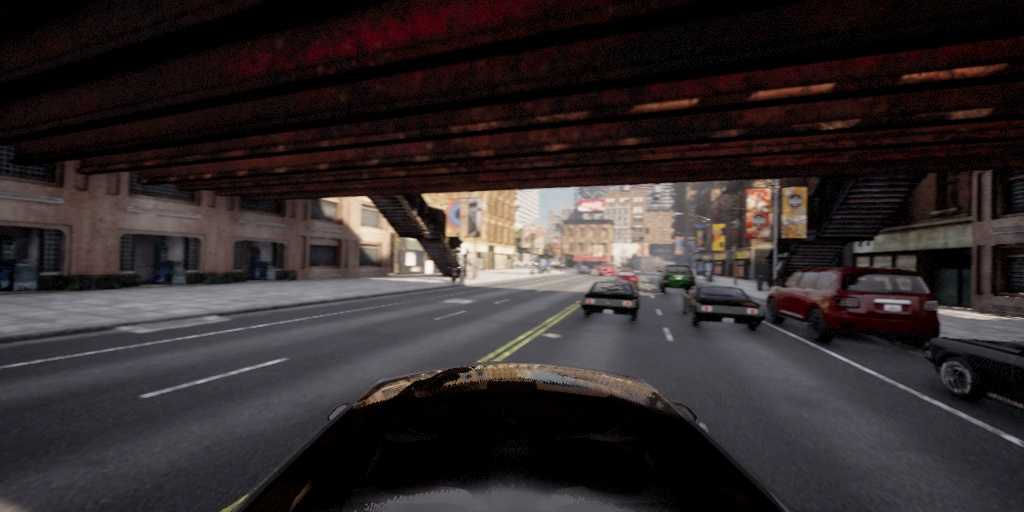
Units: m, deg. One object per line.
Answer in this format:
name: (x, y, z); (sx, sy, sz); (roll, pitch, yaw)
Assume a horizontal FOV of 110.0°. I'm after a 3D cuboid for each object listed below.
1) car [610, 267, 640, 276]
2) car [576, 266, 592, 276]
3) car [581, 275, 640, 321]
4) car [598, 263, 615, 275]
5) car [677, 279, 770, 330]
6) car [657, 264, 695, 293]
car: (9.408, 1.900, 29.426); (1.812, 1.442, 4.674); (1, -1, 20)
car: (11.479, 2.354, 56.844); (1.994, 1.385, 4.181); (1, -1, 19)
car: (3.984, 1.623, 14.057); (1.895, 1.301, 4.718); (1, -1, 20)
car: (14.477, 2.067, 54.644); (2.150, 2.045, 5.566); (1, -1, 20)
car: (7.281, 1.701, 12.884); (1.895, 1.301, 4.718); (1, -1, 20)
car: (12.092, 1.636, 26.550); (2.150, 2.045, 5.566); (1, -1, 20)
